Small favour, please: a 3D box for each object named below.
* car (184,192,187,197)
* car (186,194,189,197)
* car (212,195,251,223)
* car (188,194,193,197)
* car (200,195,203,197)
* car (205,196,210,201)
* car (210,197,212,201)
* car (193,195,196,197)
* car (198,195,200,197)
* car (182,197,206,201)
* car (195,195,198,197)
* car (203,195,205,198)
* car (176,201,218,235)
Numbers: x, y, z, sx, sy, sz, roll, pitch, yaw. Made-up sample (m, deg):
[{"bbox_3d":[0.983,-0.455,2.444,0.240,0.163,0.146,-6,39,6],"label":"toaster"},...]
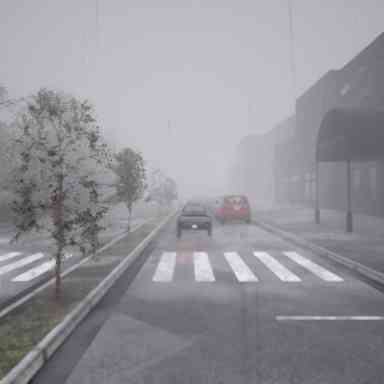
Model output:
[{"bbox_3d":[-0.266,1.407,92.126,2.097,1.535,5.008,0,0,-7],"label":"car"},{"bbox_3d":[0.382,1.422,86.596,2.097,1.535,5.008,0,0,-6],"label":"car"},{"bbox_3d":[3.092,1.243,25.465,2.435,2.045,5.566,0,0,0],"label":"car"},{"bbox_3d":[0.974,1.438,81.065,2.231,1.521,4.892,0,0,-5],"label":"car"},{"bbox_3d":[2.846,1.513,53.355,2.163,1.488,4.792,0,0,-2],"label":"car"},{"bbox_3d":[3.120,1.366,42.050,2.185,1.767,4.553,1,0,0],"label":"car"},{"bbox_3d":[3.100,1.368,30.951,2.185,1.767,4.553,0,0,0],"label":"car"},{"bbox_3d":[1.947,1.335,69.962,2.185,1.767,4.553,0,0,-4],"label":"car"},{"bbox_3d":[2.613,1.518,58.878,2.002,1.452,4.674,0,0,-3],"label":"car"},{"bbox_3d":[0.152,1.573,36.645,1.994,1.385,4.181,0,0,0],"label":"car"},{"bbox_3d":[2.324,1.499,64.474,2.163,1.488,4.792,0,0,-3],"label":"car"},{"bbox_3d":[3.012,1.518,47.672,2.163,1.488,4.792,0,0,-1],"label":"car"},{"bbox_3d":[0.132,1.503,19.003,2.128,1.511,4.902,0,0,0],"label":"car"}]
